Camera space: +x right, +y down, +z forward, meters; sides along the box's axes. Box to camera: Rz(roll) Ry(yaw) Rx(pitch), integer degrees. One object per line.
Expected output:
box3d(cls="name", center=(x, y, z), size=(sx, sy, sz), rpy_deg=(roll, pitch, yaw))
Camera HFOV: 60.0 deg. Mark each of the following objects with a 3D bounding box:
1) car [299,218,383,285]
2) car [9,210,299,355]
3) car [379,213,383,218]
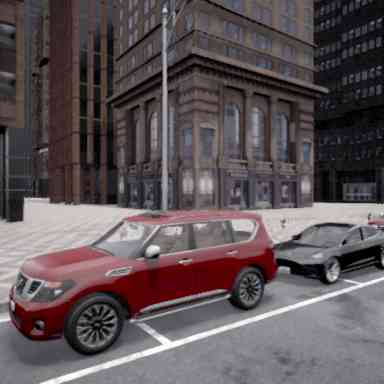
box3d(cls="car", center=(4.086, 1.570, 9.562), size=(4.313, 1.339, 1.947), rpy_deg=(0, 0, -35))
box3d(cls="car", center=(-0.536, 1.316, 6.266), size=(5.009, 1.841, 2.192), rpy_deg=(0, 0, -35))
box3d(cls="car", center=(8.708, 1.322, 12.859), size=(5.009, 1.841, 2.192), rpy_deg=(0, 0, -36))
